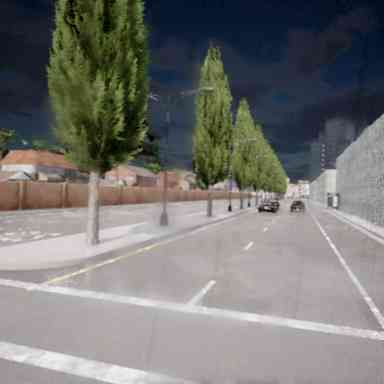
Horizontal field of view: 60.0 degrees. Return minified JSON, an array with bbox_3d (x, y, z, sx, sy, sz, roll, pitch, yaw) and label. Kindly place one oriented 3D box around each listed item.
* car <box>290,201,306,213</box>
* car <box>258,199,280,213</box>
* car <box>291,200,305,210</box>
[{"bbox_3d":[14.435,1.981,45.330,1.837,1.490,4.892,2,0,18],"label":"car"},{"bbox_3d":[9.418,1.862,41.321,1.994,1.385,4.181,2,0,18],"label":"car"},{"bbox_3d":[17.416,2.122,54.581,2.033,1.411,5.357,2,0,18],"label":"car"}]
